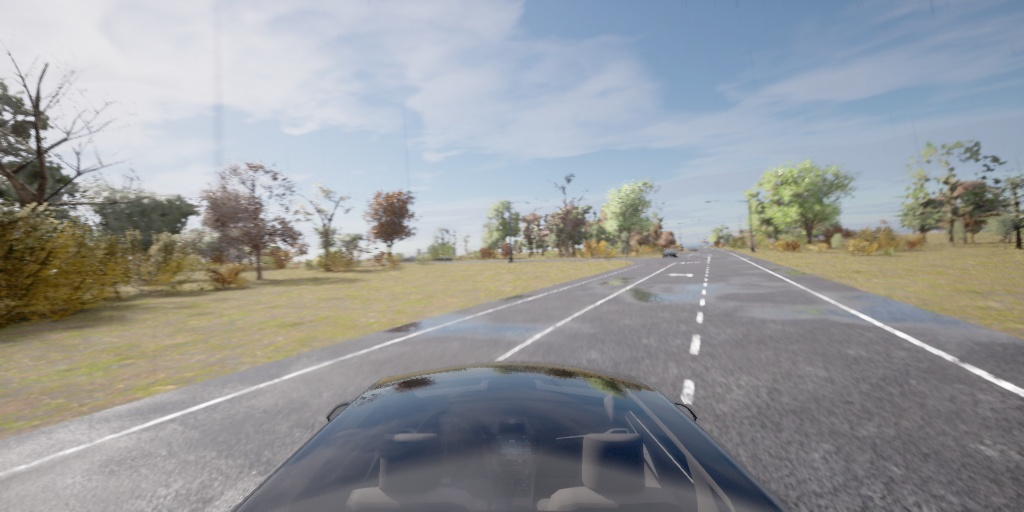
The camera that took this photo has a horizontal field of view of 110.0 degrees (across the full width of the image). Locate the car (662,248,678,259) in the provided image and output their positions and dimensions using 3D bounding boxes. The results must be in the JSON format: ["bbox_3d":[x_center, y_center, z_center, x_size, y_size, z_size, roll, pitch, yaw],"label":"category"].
[{"bbox_3d":[24.466,-0.447,55.492,1.882,1.535,5.008,-2,0,29],"label":"car"}]
